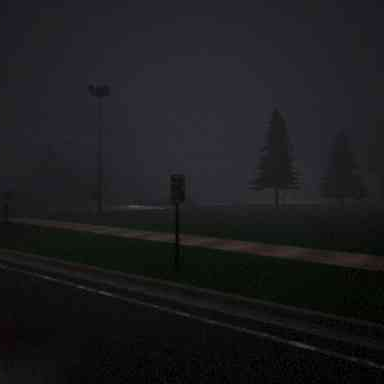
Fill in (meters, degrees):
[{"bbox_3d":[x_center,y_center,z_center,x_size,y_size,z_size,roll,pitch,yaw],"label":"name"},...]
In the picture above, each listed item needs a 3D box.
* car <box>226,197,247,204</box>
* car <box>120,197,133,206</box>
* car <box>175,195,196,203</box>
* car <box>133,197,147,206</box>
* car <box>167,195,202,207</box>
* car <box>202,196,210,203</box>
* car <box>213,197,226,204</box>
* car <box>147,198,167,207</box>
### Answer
[{"bbox_3d":[9.209,1.647,65.807,1.994,1.385,4.181,0,0,35],"label":"car"},{"bbox_3d":[-10.125,1.572,56.594,1.812,1.442,4.674,0,0,35],"label":"car"},{"bbox_3d":[-1.377,1.427,68.988,1.837,1.490,4.892,0,0,35],"label":"car"},{"bbox_3d":[-7.155,1.606,54.742,1.994,1.385,4.181,0,0,35],"label":"car"},{"bbox_3d":[-1.156,1.526,51.119,2.128,1.511,4.902,0,0,35],"label":"car"},{"bbox_3d":[1.806,1.561,67.433,1.994,1.385,4.181,0,0,35],"label":"car"},{"bbox_3d":[6.339,1.653,67.811,2.033,1.411,5.357,0,0,35],"label":"car"},{"bbox_3d":[-4.352,1.639,52.653,1.895,1.301,4.718,0,0,35],"label":"car"}]
